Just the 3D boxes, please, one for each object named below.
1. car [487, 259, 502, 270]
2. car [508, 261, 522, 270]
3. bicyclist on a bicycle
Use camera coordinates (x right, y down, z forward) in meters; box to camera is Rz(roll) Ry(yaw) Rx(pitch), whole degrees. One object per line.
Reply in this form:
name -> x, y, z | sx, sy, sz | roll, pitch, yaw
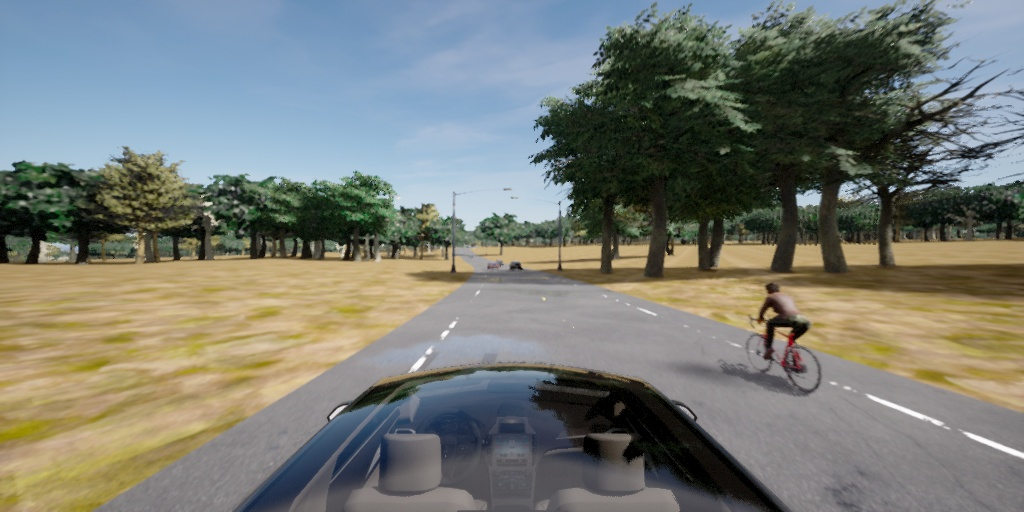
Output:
car -> -3.255, 1.621, 62.154 | 1.994, 1.385, 4.181 | 0, 0, -6
car -> 0.515, 1.587, 60.861 | 1.837, 1.490, 4.892 | 0, 0, -6
bicyclist on a bicycle -> 4.441, 1.272, 5.969 | 0.582, 1.620, 1.656 | 0, -1, 0
